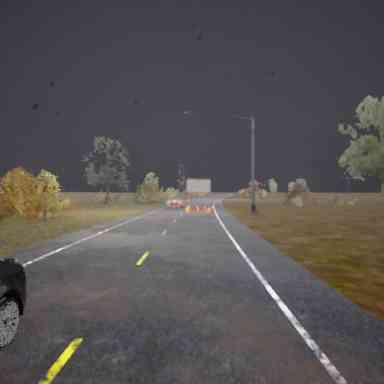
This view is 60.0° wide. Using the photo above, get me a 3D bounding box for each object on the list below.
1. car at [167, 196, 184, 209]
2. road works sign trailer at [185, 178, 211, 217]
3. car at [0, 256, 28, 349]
[{"bbox_3d":[-2.251,1.340,46.207,2.097,1.767,4.553,0,0,4],"label":"car"},{"bbox_3d":[0.593,0.459,31.100,2.380,3.560,2.880,0,0,3],"label":"road works sign trailer"},{"bbox_3d":[-3.571,1.489,3.417,2.128,1.511,4.902,0,0,0],"label":"car"}]
